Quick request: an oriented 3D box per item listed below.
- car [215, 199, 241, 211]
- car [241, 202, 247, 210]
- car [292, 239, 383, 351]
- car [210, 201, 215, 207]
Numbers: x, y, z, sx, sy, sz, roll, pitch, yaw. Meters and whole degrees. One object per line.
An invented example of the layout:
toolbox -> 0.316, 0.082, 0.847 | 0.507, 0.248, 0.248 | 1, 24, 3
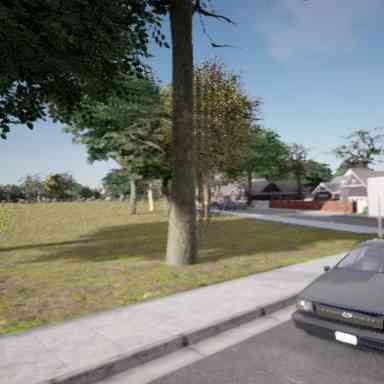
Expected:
car -> 6.778, 2.448, 63.320 | 2.150, 2.045, 5.566 | -1, -1, -11
car -> 9.217, 2.684, 65.504 | 2.128, 1.511, 4.902 | -1, -1, -11
car -> 4.045, 1.681, 6.553 | 5.357, 1.411, 2.033 | 1, -3, -45
car -> 5.398, 3.057, 83.934 | 1.837, 1.490, 4.892 | -1, -1, -12
